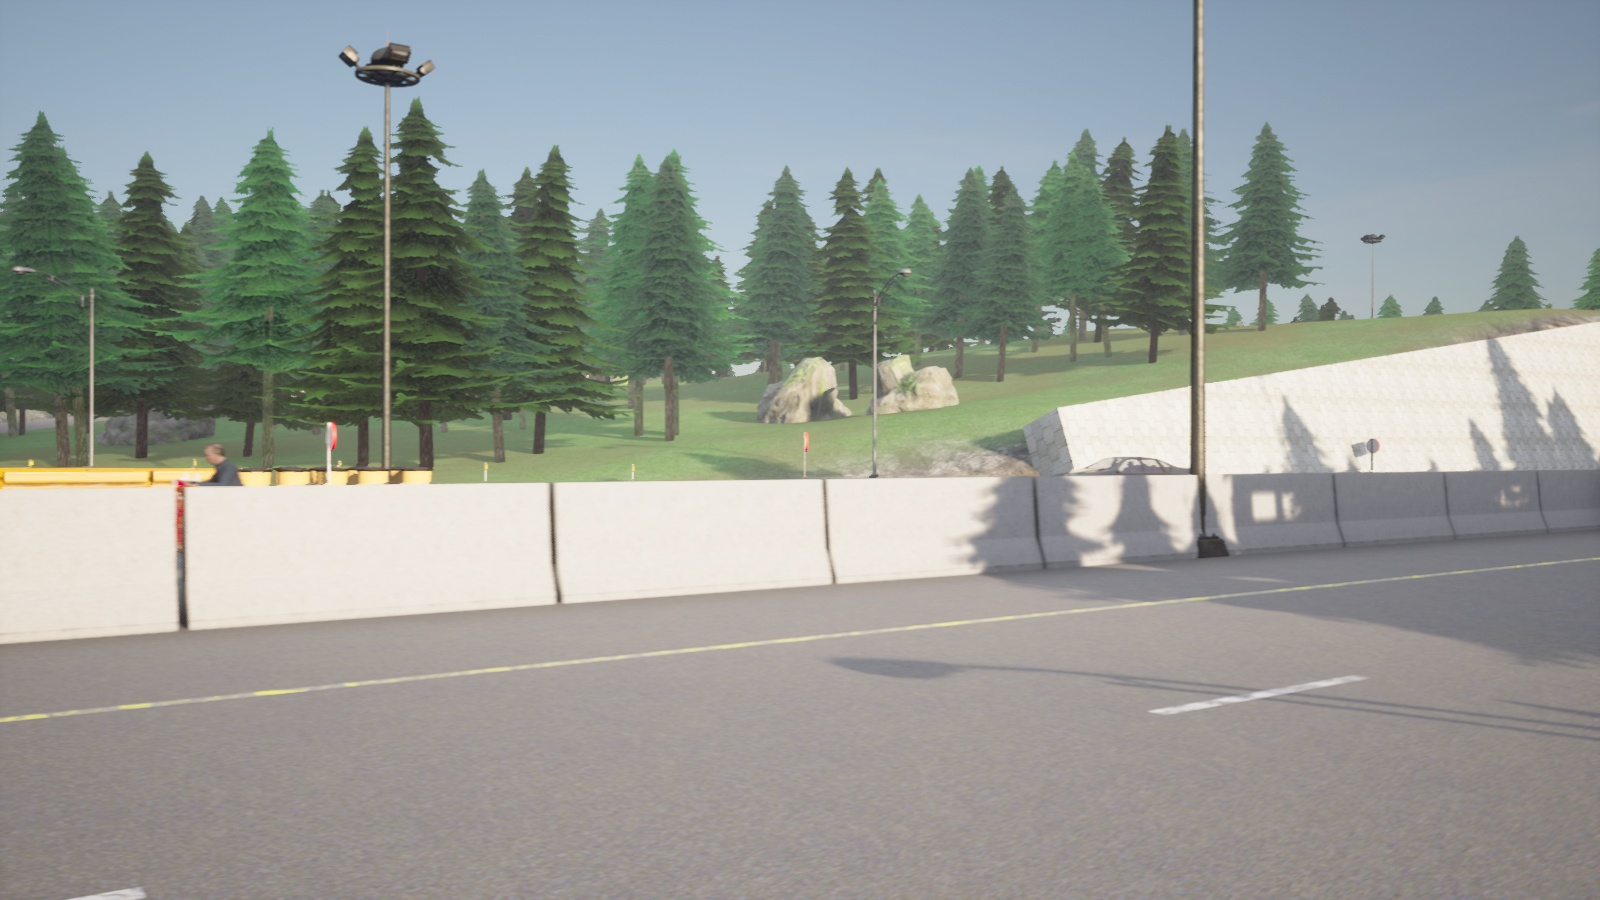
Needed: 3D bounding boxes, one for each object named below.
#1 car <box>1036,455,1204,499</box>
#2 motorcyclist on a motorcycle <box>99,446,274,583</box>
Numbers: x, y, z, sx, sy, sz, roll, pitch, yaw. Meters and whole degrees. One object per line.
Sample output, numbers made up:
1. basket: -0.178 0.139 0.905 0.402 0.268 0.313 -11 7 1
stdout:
1. car: 10.782 0.873 42.249 5.357 1.411 2.033 0 0 -24
2. motorcyclist on a motorcycle: -7.546 0.752 15.464 1.817 1.590 0.866 0 0 -35
